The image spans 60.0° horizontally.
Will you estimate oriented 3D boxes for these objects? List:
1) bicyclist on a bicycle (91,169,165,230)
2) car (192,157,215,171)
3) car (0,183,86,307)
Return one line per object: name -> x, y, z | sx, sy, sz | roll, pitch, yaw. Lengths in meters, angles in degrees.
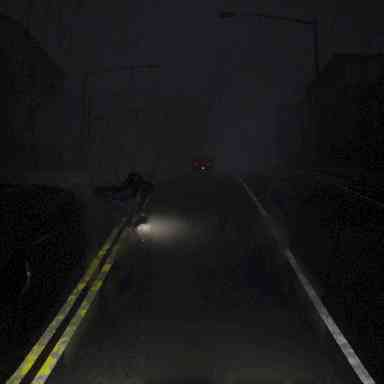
bicyclist on a bicycle -> -1.469, 0.101, 7.856 | 1.620, 1.656, 0.582 | -17, -8, -4
car -> 1.000, -2.304, 28.923 | 1.895, 1.301, 4.718 | 0, 2, 3
car -> -3.501, 0.624, 6.078 | 1.994, 1.385, 4.181 | 0, 15, 1
